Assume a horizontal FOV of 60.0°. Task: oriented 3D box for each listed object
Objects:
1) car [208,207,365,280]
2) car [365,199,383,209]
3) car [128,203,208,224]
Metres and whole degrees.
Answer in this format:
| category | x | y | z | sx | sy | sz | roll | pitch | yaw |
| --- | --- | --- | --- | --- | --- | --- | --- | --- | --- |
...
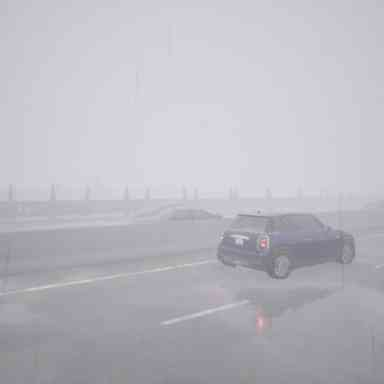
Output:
| category | x | y | z | sx | sy | sz | roll | pitch | yaw |
| --- | --- | --- | --- | --- | --- | --- | --- | --- | --- |
| car | 3.008 | 1.354 | 10.192 | 4.553 | 1.767 | 2.097 | 0 | 0 | -35 |
| car | 20.372 | 1.502 | 35.661 | 4.902 | 1.511 | 2.128 | 0 | 0 | -35 |
| car | -0.730 | 1.479 | 16.367 | 5.008 | 1.535 | 1.882 | 0 | 0 | -35 |
